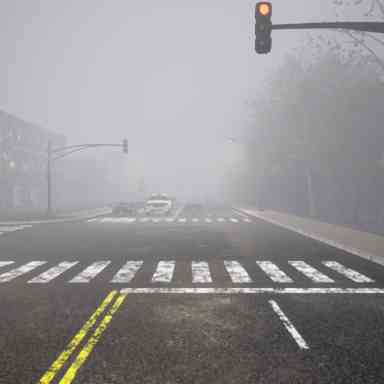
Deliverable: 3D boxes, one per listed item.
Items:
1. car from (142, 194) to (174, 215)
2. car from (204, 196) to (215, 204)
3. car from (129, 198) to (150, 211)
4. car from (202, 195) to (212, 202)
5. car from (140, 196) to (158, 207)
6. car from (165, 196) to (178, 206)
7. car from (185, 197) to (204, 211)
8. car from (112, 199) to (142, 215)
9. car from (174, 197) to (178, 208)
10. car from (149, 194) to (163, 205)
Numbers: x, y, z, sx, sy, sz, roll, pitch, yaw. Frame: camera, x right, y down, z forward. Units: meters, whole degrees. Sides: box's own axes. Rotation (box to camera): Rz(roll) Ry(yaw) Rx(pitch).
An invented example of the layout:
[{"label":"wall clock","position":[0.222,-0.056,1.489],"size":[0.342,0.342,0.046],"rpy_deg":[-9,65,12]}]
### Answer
[{"label":"car","position":[-3.309,1.211,33.724],"size":[2.150,2.045,5.566],"rpy_deg":[0,0,0]},{"label":"car","position":[3.414,1.576,64.712],"size":[1.895,1.301,4.718],"rpy_deg":[0,0,0]},{"label":"car","position":[-6.544,1.550,42.059],"size":[1.994,1.385,4.181],"rpy_deg":[0,0,1]},{"label":"car","position":[3.324,1.510,74.730],"size":[2.033,1.411,5.357],"rpy_deg":[0,0,0]},{"label":"car","position":[-6.537,1.473,51.112],"size":[2.128,1.511,4.902],"rpy_deg":[0,0,0]},{"label":"car","position":[-3.285,1.485,53.929],"size":[1.837,1.490,4.892],"rpy_deg":[0,0,0]},{"label":"car","position":[0.163,1.588,39.773],"size":[1.895,1.301,4.718],"rpy_deg":[0,0,0]},{"label":"car","position":[-6.562,1.591,33.131],"size":[1.895,1.301,4.718],"rpy_deg":[0,0,0]},{"label":"car","position":[-3.298,1.586,43.780],"size":[1.895,1.301,4.718],"rpy_deg":[0,0,1]},{"label":"car","position":[-6.502,1.329,61.166],"size":[2.097,1.767,4.553],"rpy_deg":[0,0,0]}]
